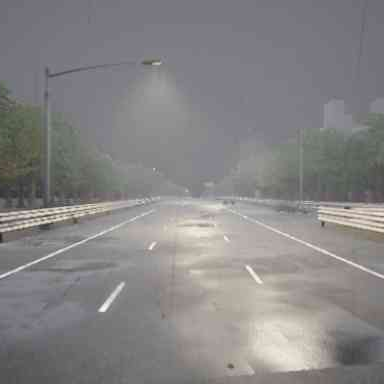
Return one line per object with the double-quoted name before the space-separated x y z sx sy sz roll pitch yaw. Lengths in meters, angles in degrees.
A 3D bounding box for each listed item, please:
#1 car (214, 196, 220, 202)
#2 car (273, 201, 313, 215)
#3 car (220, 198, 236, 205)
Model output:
"car" 7.013 1.923 92.685 1.812 1.442 4.674 0 0 0
"car" 11.006 1.666 36.732 2.033 1.411 5.357 0 0 -17
"car" 6.989 1.745 62.996 1.994 1.385 4.181 0 0 -3
